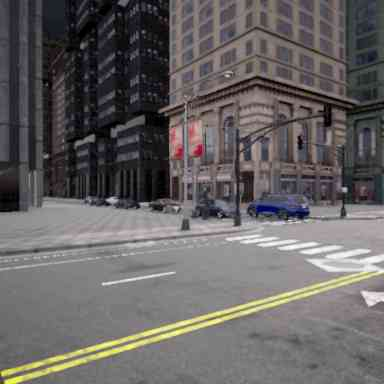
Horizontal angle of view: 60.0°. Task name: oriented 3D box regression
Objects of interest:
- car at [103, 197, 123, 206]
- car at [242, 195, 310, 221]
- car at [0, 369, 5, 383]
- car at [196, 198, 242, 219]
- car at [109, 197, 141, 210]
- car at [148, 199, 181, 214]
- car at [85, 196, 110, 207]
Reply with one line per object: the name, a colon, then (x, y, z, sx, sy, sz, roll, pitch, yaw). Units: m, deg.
car: (-13.510, 1.593, 56.666, 1.812, 1.442, 4.674, 0, 0, -35)
car: (7.032, 1.236, 27.512, 2.150, 2.045, 5.566, 0, 0, -33)
car: (-3.479, 1.548, 0.998, 5.357, 1.411, 2.033, 0, 0, -36)
car: (2.295, 1.381, 29.050, 2.097, 1.767, 4.553, 0, 0, -36)
car: (-8.756, 1.604, 44.521, 2.033, 1.411, 5.357, 0, 0, -35)
car: (-3.021, 1.533, 36.487, 2.128, 1.511, 4.902, 0, 0, -36)
car: (-14.914, 1.620, 53.196, 2.033, 1.411, 5.357, 0, 0, -35)
